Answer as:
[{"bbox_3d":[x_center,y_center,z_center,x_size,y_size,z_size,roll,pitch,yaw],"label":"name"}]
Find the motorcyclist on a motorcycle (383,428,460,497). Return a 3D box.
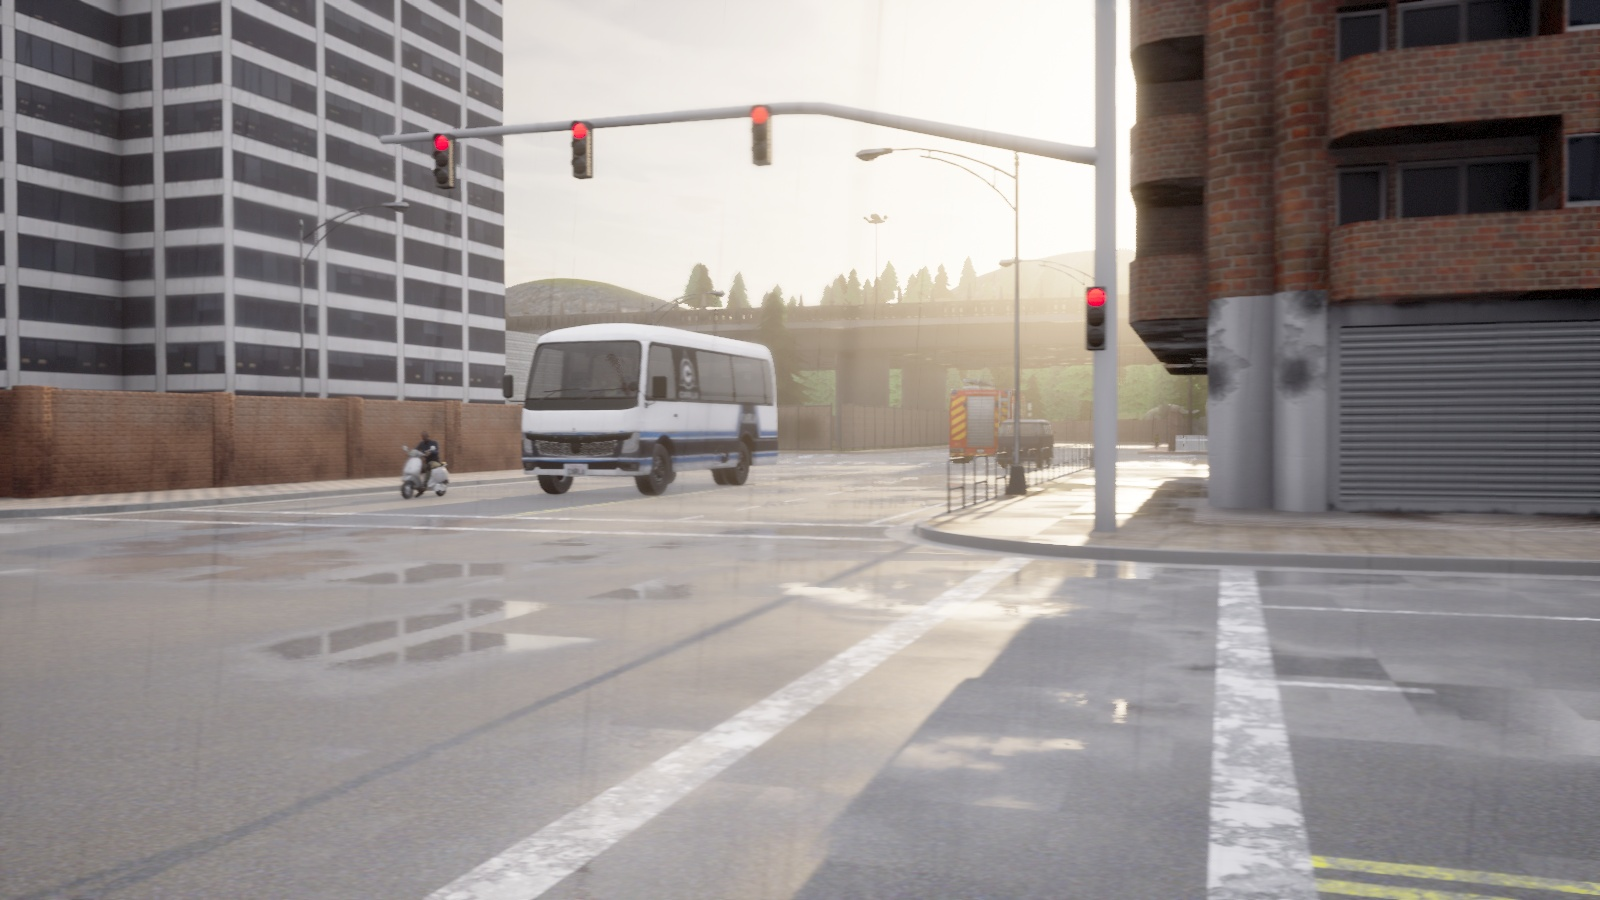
[{"bbox_3d":[-8.915,0.272,29.655,0.866,1.590,1.817,1,1,18],"label":"motorcyclist on a motorcycle"}]

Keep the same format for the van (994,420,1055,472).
[{"bbox_3d":[9.117,-0.199,50.737,1.775,1.987,4.442,1,1,18],"label":"van"}]

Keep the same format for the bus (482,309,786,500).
[{"bbox_3d":[-3.926,-1.102,33.560,3.944,4.253,10.273,1,1,18],"label":"bus"}]

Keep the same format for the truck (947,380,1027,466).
[{"bbox_3d":[9.049,-1.272,59.998,2.891,3.827,8.468,1,1,14],"label":"truck"}]
